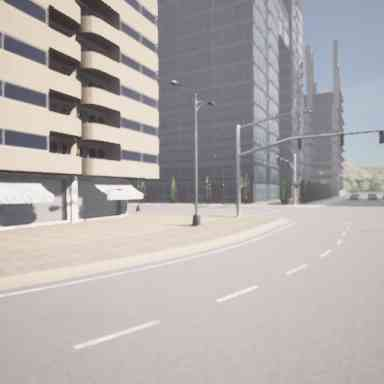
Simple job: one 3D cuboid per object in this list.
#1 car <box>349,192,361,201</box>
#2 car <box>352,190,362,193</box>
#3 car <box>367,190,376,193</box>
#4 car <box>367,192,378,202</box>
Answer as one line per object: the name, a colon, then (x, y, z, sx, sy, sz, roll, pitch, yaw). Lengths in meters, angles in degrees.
car: (34.239, 1.305, 70.309, 1.895, 1.301, 4.718, 0, 0, 28)
car: (41.497, 0.488, 83.931, 2.150, 2.045, 5.566, 0, 0, 28)
car: (44.585, 0.462, 82.285, 2.150, 2.045, 5.566, 0, 0, 28)
car: (37.328, 1.279, 68.663, 1.895, 1.301, 4.718, 0, 0, 28)
